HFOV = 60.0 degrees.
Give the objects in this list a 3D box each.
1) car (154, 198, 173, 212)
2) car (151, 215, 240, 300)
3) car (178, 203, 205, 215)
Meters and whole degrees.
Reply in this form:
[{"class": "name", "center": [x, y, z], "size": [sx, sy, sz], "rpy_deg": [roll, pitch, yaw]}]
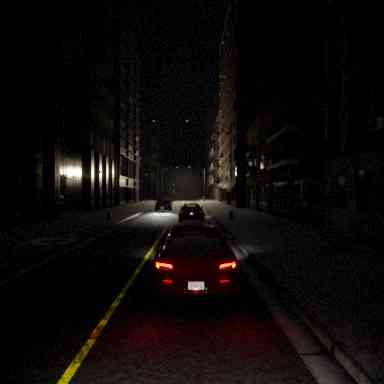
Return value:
[{"class": "car", "center": [-3.242, 1.485, 38.539], "size": [2.128, 1.511, 4.902], "rpy_deg": [0, 0, 0]}, {"class": "car", "center": [0.059, 1.525, 8.291], "size": [1.812, 1.442, 4.674], "rpy_deg": [0, 0, 0]}, {"class": "car", "center": [-0.036, 1.560, 26.050], "size": [1.994, 1.385, 4.181], "rpy_deg": [0, 0, 0]}]
